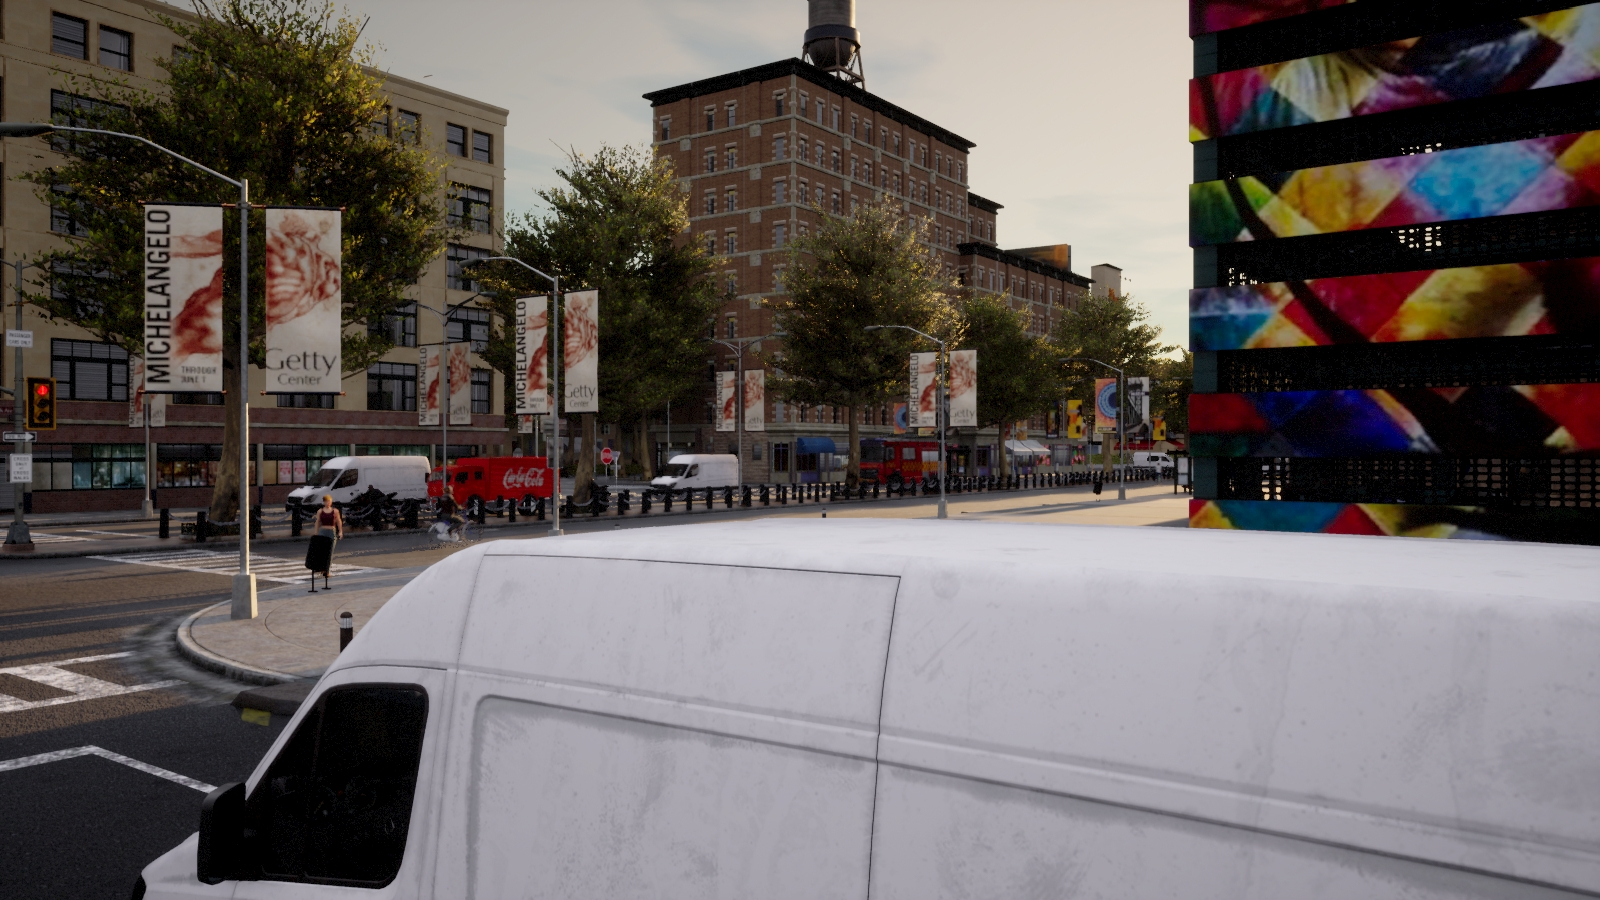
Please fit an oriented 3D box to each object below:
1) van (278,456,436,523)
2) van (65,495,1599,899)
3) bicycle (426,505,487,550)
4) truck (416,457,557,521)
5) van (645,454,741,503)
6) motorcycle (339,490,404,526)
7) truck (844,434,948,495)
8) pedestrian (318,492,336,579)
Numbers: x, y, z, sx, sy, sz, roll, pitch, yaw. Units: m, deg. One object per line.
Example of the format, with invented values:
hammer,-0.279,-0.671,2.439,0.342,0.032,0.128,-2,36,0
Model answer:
van,-18.065,1.534,46.934,1.988,2.561,5.915,0,0,36
van,-0.118,1.534,3.913,5.915,2.561,1.988,0,0,36
bicycle,-9.835,2.210,32.741,0.329,1.171,1.835,0,0,36
truck,-13.076,1.565,47.908,2.627,2.467,5.204,0,0,36
van,-5.920,1.534,63.969,1.988,2.561,5.915,0,0,36
motorcycle,-16.269,2.205,43.436,0.867,1.251,2.209,0,0,36
truck,6.437,0.890,75.266,2.891,3.827,8.468,0,0,35
pedestrian,-10.272,1.848,24.810,0.375,1.860,0.375,0,0,-23
